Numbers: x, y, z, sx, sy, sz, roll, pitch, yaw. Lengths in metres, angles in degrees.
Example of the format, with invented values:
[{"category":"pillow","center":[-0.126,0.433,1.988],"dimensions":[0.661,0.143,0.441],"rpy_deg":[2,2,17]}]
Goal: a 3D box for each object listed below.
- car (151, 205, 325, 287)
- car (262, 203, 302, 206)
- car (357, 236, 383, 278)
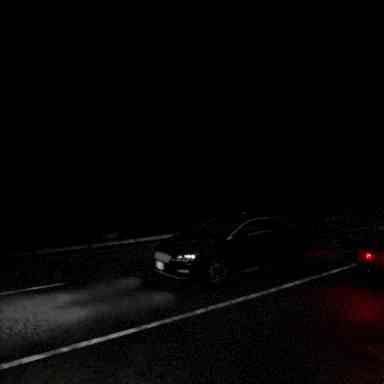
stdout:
[{"category":"car","center":[1.239,1.367,9.170],"dimensions":[4.902,1.511,2.128],"rpy_deg":[-2,1,-35]},{"category":"car","center":[3.890,1.224,15.353],"dimensions":[5.357,1.411,2.033],"rpy_deg":[-2,1,-35]},{"category":"car","center":[6.106,1.363,8.101],"dimensions":[4.718,1.301,1.895],"rpy_deg":[-2,1,-35]}]
